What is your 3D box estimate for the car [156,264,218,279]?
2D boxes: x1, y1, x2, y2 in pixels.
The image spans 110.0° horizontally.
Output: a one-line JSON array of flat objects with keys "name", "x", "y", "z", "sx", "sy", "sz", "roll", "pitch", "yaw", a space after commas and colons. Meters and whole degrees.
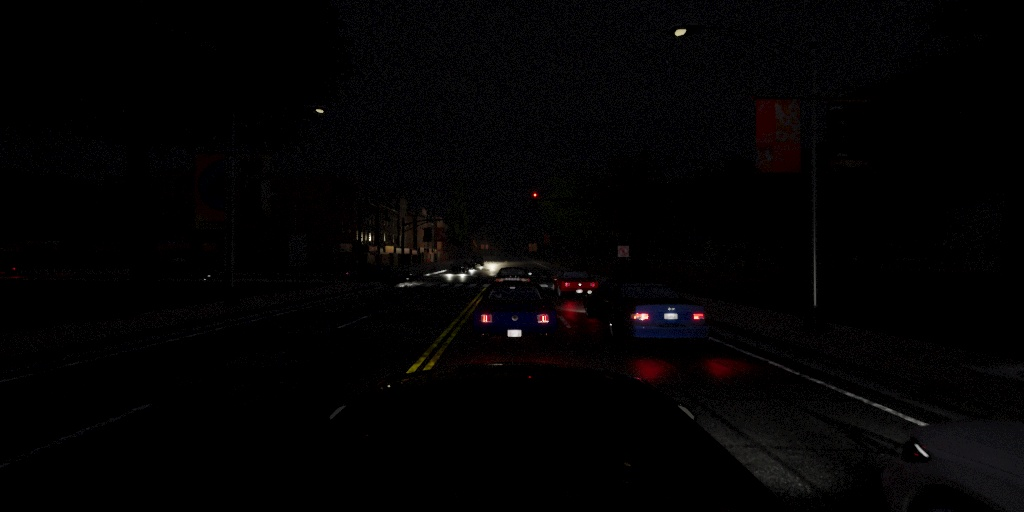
[{"name": "car", "x": -27.792, "y": 1.357, "z": 30.287, "sx": 4.718, "sy": 1.301, "sz": 1.895, "roll": 0, "pitch": 0, "yaw": 0}]

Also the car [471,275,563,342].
[{"name": "car", "x": 0.078, "y": 1.374, "z": 9.875, "sx": 1.895, "sy": 1.301, "sz": 4.718, "roll": 0, "pitch": 0, "yaw": 0}]

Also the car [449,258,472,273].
[{"name": "car", "x": -6.621, "y": 1.339, "z": 45.130, "sx": 1.882, "sy": 1.535, "sz": 5.008, "roll": 0, "pitch": 0, "yaw": 1}]

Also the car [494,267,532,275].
[{"name": "car", "x": 0.044, "y": 1.314, "z": 19.216, "sx": 1.882, "sy": 1.535, "sz": 5.008, "roll": 0, "pitch": 0, "yaw": 0}]

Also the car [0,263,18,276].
[{"name": "car", "x": -49.244, "y": 1.240, "z": 33.197, "sx": 4.718, "sy": 1.301, "sz": 1.895, "roll": 0, "pitch": 0, "yaw": 1}]

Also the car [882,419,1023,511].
[{"name": "car", "x": 3.343, "y": 1.275, "z": 0.353, "sx": 1.812, "sy": 1.442, "sz": 4.674, "roll": 0, "pitch": 0, "yaw": 0}]

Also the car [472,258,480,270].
[{"name": "car", "x": -6.608, "y": 1.359, "z": 55.156, "sx": 1.994, "sy": 1.385, "sz": 4.181, "roll": 0, "pitch": 0, "yaw": 1}]

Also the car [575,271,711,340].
[{"name": "car", "x": 3.328, "y": 1.321, "z": 10.000, "sx": 2.033, "sy": 1.411, "sz": 5.357, "roll": 0, "pitch": 0, "yaw": 0}]

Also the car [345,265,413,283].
[{"name": "car", "x": -10.880, "y": 1.441, "z": 29.299, "sx": 5.357, "sy": 1.411, "sz": 2.033, "roll": 0, "pitch": 0, "yaw": 15}]

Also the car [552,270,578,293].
[{"name": "car", "x": 3.296, "y": 1.439, "z": 19.644, "sx": 1.895, "sy": 1.301, "sz": 4.718, "roll": 0, "pitch": 0, "yaw": 0}]
